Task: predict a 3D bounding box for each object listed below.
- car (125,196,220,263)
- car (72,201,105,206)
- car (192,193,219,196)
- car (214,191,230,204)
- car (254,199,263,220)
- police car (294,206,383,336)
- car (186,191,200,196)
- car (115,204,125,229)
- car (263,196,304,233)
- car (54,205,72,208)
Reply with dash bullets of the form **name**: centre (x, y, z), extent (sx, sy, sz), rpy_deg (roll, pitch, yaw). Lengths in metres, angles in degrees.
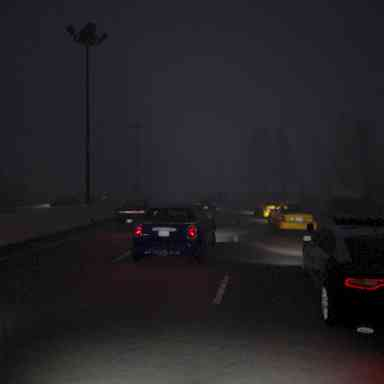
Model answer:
- **car**: centre (-0.411, 1.174, 11.560), extent (2.097, 1.767, 4.553), rpy_deg (0, 1, 10)
- **car**: centre (-9.527, 1.027, 31.614), extent (1.812, 1.442, 4.674), rpy_deg (0, 1, -1)
- **car**: centre (1.164, 1.070, 30.133), extent (1.812, 1.442, 4.674), rpy_deg (0, 1, 0)
- **car**: centre (3.692, 0.669, 45.481), extent (2.097, 1.767, 4.553), rpy_deg (0, 1, -9)
- **car**: centre (5.654, 1.098, 24.221), extent (1.801, 1.575, 5.366), rpy_deg (0, 1, 3)
- **police car**: centre (3.403, 1.328, 6.756), extent (1.930, 1.638, 5.238), rpy_deg (0, 1, 12)
- **car**: centre (0.354, 0.560, 60.605), extent (1.882, 1.535, 5.008), rpy_deg (0, 1, -19)
- **car**: centre (-2.864, 1.195, 19.077), extent (2.128, 1.511, 4.902), rpy_deg (0, 1, 7)
- **car**: centre (5.139, 1.196, 17.662), extent (1.801, 1.575, 5.366), rpy_deg (0, 1, 6)
- **car**: centre (-13.072, 0.996, 34.642), extent (2.033, 1.411, 5.357), rpy_deg (0, 1, -3)
